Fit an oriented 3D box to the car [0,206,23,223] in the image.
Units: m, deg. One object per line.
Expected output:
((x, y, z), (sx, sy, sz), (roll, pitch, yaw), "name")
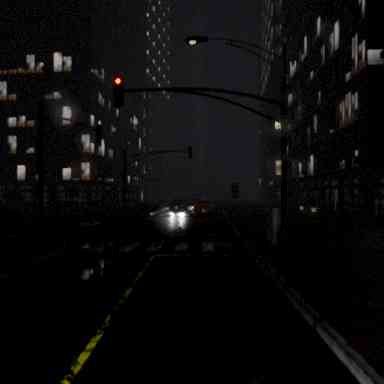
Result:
((-16.539, 1.848, 28.080), (4.403, 1.369, 2.008), (-1, 1, 10), "car")

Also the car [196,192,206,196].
((1.846, 1.120, 68.792), (2.150, 2.045, 5.566), (0, 0, 8), "car")

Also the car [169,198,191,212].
((-1.516, 1.453, 38.617), (2.128, 1.511, 4.902), (0, 1, 5), "car")

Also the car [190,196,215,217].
((1.174, 1.451, 31.502), (1.882, 1.535, 5.008), (0, 0, 4), "car")
